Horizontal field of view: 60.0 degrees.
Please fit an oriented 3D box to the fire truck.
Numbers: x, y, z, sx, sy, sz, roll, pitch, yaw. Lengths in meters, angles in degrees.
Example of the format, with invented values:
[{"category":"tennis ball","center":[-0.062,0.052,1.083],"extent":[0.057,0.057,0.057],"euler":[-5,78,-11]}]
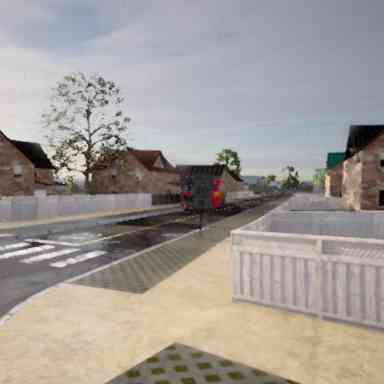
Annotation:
[{"category":"fire truck","center":[1.496,0.060,36.744],"extent":[2.891,3.827,8.468],"euler":[2,1,18]}]
